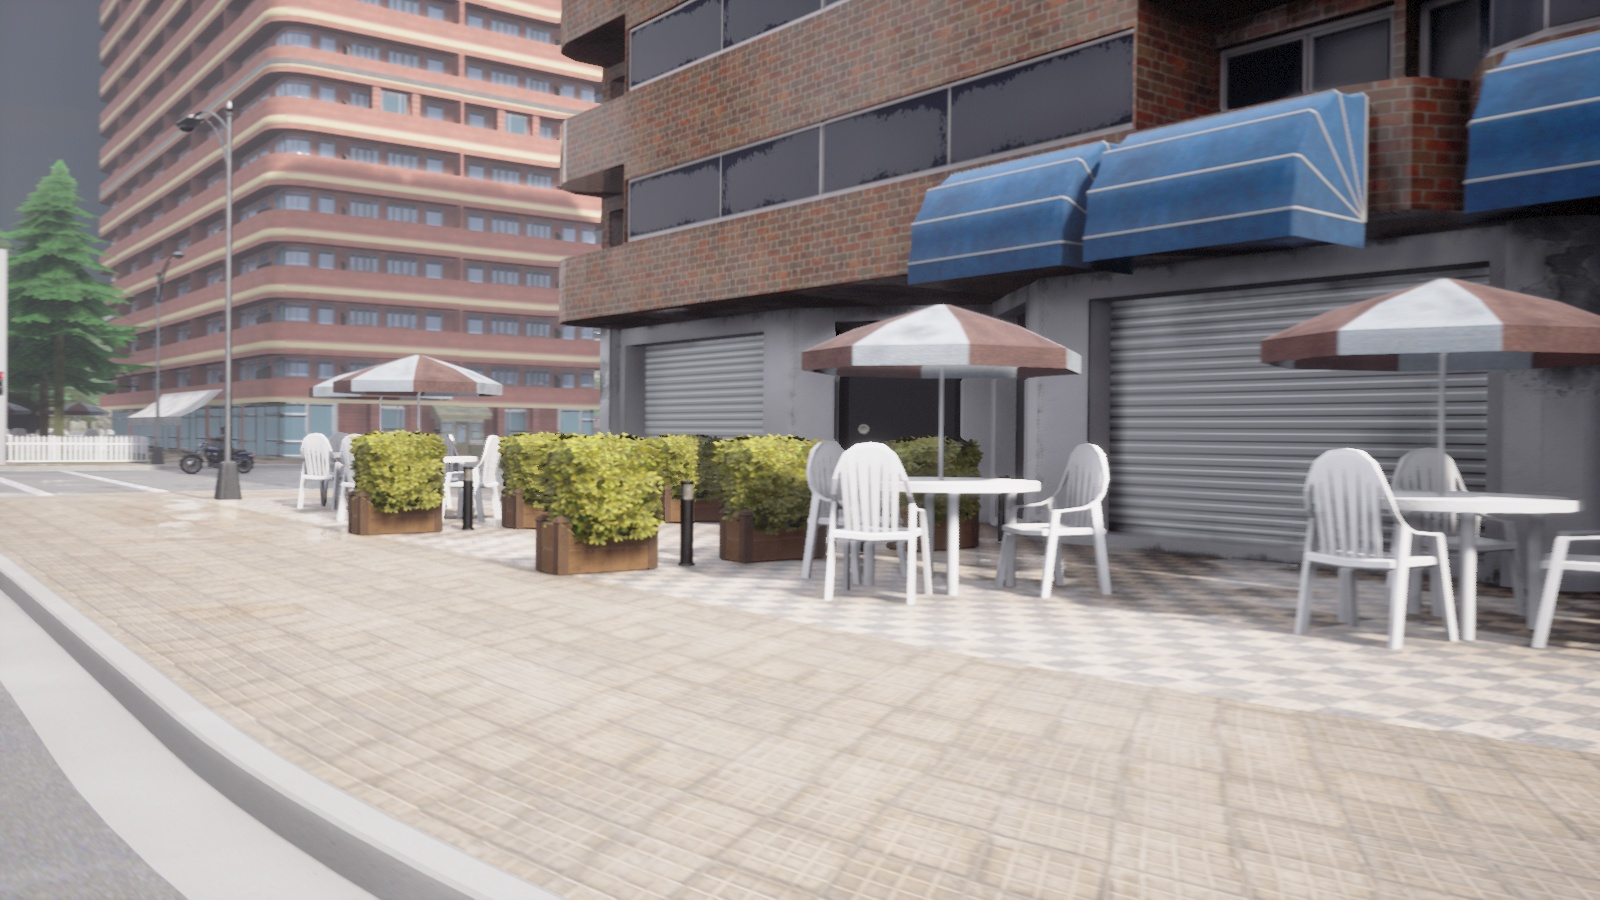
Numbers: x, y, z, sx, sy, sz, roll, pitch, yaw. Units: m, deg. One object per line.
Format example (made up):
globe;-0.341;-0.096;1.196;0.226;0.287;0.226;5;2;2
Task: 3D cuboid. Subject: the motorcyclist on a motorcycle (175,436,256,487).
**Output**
motorcyclist on a motorcycle;-19.709;0.376;42.375;2.350;1.649;0.766;-1;1;-38
